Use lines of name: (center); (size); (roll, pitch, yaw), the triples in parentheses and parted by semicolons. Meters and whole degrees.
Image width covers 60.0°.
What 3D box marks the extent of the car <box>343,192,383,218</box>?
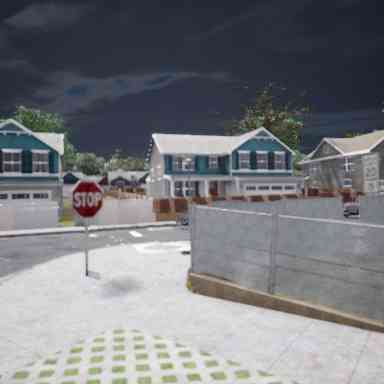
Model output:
car: (11.188, 0.791, 20.486); (4.892, 1.490, 1.837); (-2, -1, -17)

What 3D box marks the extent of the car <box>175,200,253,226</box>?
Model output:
car: (1.854, 1.123, 17.500); (5.357, 1.411, 2.033); (-2, -1, -18)
